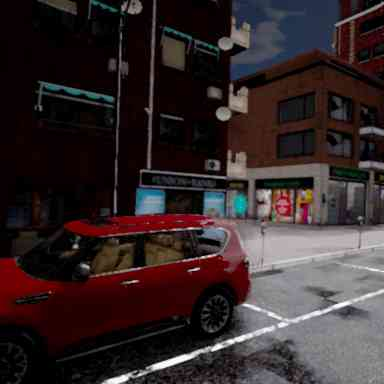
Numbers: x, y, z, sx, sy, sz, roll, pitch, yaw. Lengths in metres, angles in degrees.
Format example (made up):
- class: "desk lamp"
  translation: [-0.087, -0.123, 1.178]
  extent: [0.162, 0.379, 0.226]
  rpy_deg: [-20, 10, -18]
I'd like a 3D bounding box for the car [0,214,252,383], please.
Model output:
- class: "car"
  translation: [-1.258, 1.336, 5.166]
  extent: [5.009, 1.841, 2.192]
  rpy_deg: [1, 1, -35]
